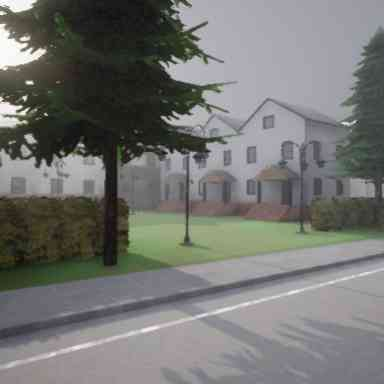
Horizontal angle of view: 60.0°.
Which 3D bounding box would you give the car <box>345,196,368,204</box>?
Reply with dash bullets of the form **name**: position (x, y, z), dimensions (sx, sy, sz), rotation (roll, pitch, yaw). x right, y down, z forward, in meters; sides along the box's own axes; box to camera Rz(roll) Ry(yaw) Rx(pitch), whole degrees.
- **car**: position (39.446, 1.967, 79.983), dimensions (1.932, 1.855, 4.605), rotation (1, 0, -36)
